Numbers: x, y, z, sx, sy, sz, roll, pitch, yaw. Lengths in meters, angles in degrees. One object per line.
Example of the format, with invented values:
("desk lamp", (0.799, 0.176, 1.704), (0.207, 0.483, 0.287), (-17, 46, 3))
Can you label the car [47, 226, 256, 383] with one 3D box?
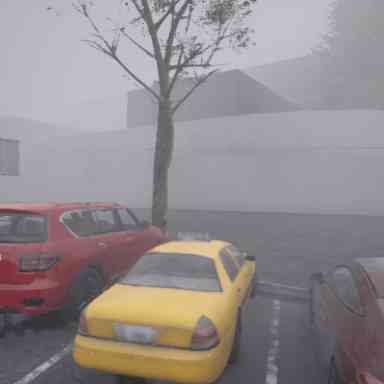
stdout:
("car", (0.100, 1.484, 5.928), (1.946, 1.575, 5.366), (0, -1, 15))

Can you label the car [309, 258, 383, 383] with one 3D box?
("car", (2.499, 1.527, 4.008), (2.002, 1.452, 4.674), (0, -1, 15))

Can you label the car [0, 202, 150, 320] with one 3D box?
("car", (-2.393, 1.231, 7.511), (2.435, 2.045, 5.566), (0, -1, 15))
